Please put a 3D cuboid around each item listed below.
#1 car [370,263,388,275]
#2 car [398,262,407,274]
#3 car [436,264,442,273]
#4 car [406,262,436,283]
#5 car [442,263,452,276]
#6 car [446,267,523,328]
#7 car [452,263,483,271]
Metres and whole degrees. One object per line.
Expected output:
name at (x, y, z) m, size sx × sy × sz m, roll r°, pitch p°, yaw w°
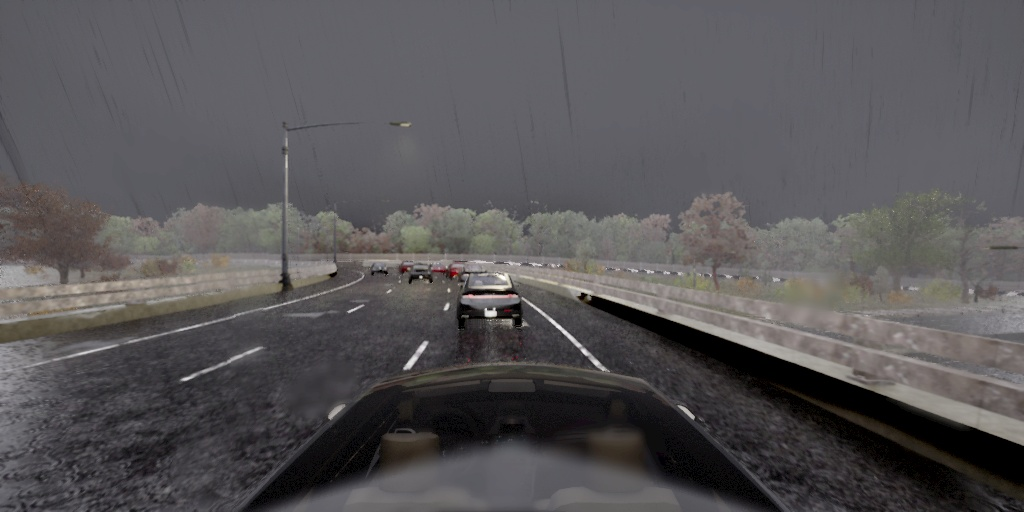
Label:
car at (-16.238, 1.506, 43.686) m, size 2.033 × 1.411 × 5.357 m, roll 0°, pitch 0°, yaw -23°
car at (-13.309, 1.441, 45.563) m, size 1.882 × 1.535 × 5.008 m, roll 0°, pitch 0°, yaw -24°
car at (-9.828, 1.526, 46.337) m, size 1.994 × 1.385 × 4.181 m, roll 0°, pitch 0°, yaw -23°
car at (-7.697, 1.393, 30.175) m, size 1.837 × 1.490 × 4.892 m, roll 0°, pitch 0°, yaw -15°
car at (-5.124, 1.378, 33.738) m, size 1.882 × 1.535 × 5.008 m, roll 0°, pitch 0°, yaw -16°
car at (-0.767, 1.287, 11.679) m, size 2.128 × 1.511 × 4.902 m, roll 0°, pitch 0°, yaw -5°
car at (-2.577, 1.341, 23.382) m, size 2.128 × 1.511 × 4.902 m, roll 0°, pitch 0°, yaw -11°
